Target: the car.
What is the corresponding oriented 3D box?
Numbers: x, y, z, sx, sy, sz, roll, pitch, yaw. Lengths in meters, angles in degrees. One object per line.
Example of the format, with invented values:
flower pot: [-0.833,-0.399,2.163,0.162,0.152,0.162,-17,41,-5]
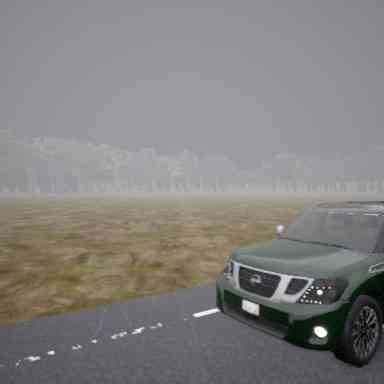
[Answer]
car: [3.055,1.223,6.139,5.566,2.045,2.150,0,0,-35]
